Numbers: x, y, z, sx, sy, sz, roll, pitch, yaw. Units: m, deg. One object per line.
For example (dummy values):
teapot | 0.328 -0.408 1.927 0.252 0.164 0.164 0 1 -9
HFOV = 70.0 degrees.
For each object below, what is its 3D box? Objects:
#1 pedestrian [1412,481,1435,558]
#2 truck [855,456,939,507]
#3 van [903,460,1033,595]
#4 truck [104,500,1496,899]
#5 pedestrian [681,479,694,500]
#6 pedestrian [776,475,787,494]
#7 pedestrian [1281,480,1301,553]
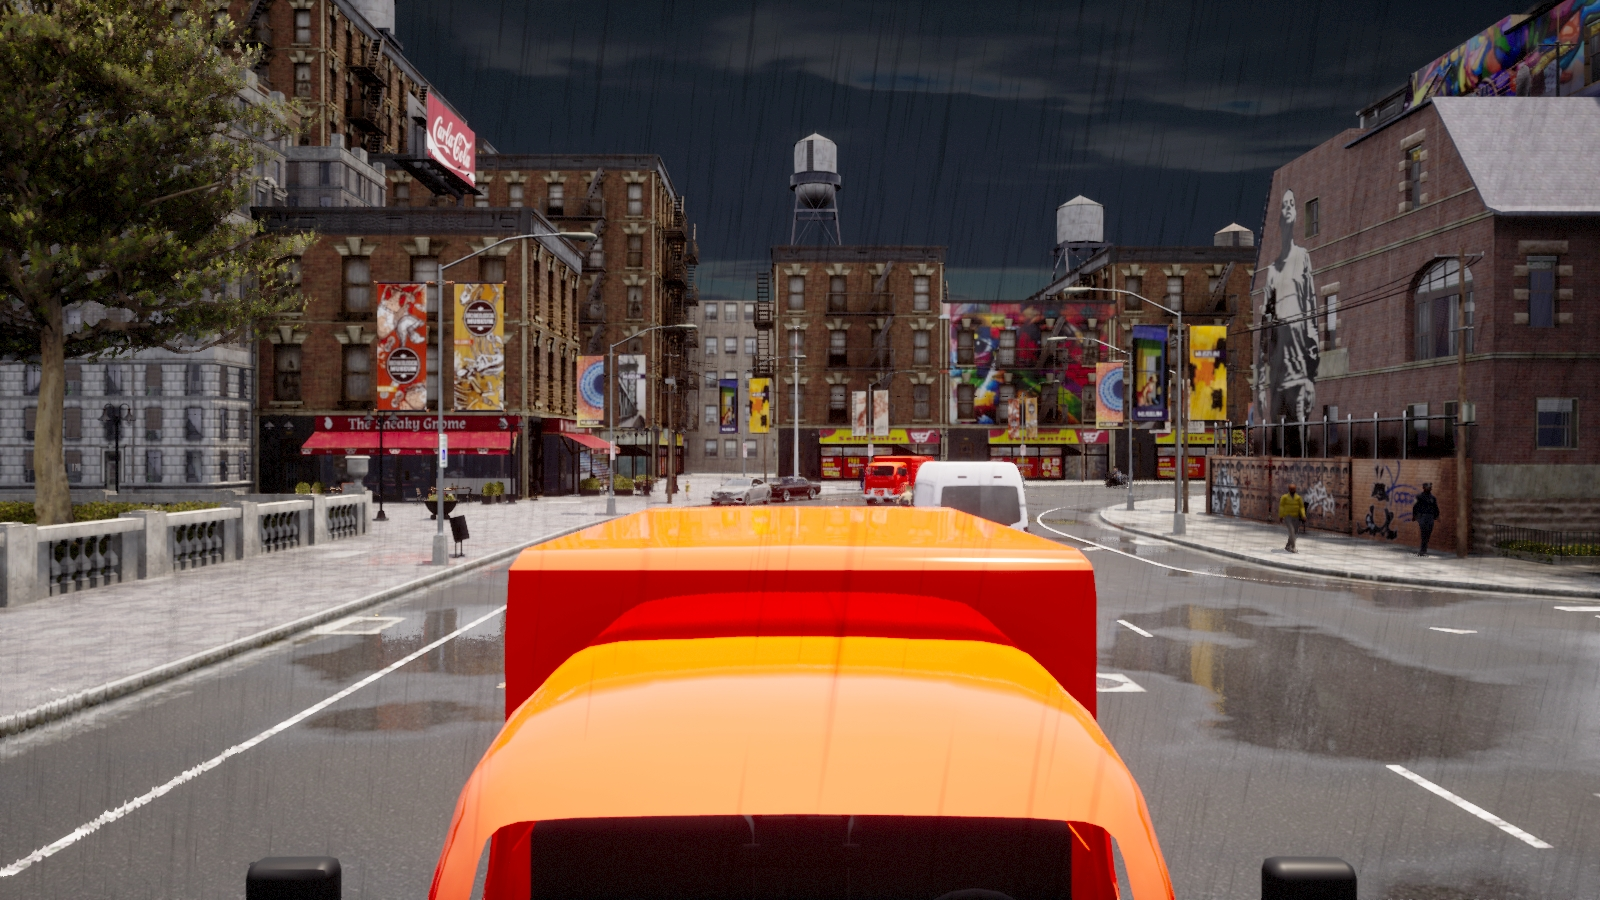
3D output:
pedestrian | 15.211 1.690 27.862 0.375 1.860 0.375 0 0 5
truck | 5.048 1.556 58.814 2.627 2.467 5.204 0 0 26
van | 3.513 1.529 25.074 1.988 2.561 5.915 0 0 0
truck | 0.000 1.564 4.762 2.627 2.467 5.204 0 0 0
pedestrian | -5.865 2.064 59.700 0.500 1.100 0.500 0 0 25
pedestrian | -1.117 2.062 68.773 0.500 1.100 0.500 0 0 27
pedestrian | 12.552 1.690 29.216 0.375 1.860 0.375 0 0 6
